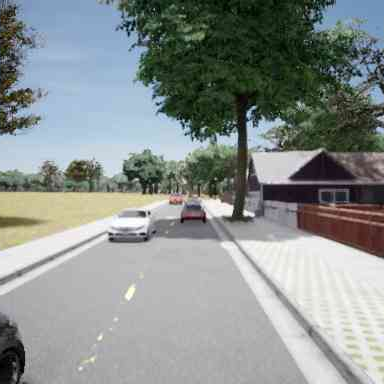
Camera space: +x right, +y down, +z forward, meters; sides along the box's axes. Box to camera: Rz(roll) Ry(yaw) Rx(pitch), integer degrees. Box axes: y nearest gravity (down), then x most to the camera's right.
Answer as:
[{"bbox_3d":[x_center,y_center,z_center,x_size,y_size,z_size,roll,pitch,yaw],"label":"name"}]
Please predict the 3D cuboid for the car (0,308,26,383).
[{"bbox_3d":[-2.840,1.565,1.971,1.994,1.385,4.181,0,0,1],"label":"car"}]

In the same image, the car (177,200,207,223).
[{"bbox_3d":[0.097,1.549,25.738,1.994,1.385,4.181,0,0,0],"label":"car"}]

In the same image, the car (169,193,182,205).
[{"bbox_3d":[-2.765,1.180,57.556,2.150,2.045,5.566,0,0,0],"label":"car"}]

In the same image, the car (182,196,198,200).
[{"bbox_3d":[0.069,1.454,39.691,1.837,1.490,4.892,0,1,0],"label":"car"}]

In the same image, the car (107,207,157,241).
[{"bbox_3d":[-2.859,1.523,16.718,1.812,1.442,4.674,0,0,1],"label":"car"}]
